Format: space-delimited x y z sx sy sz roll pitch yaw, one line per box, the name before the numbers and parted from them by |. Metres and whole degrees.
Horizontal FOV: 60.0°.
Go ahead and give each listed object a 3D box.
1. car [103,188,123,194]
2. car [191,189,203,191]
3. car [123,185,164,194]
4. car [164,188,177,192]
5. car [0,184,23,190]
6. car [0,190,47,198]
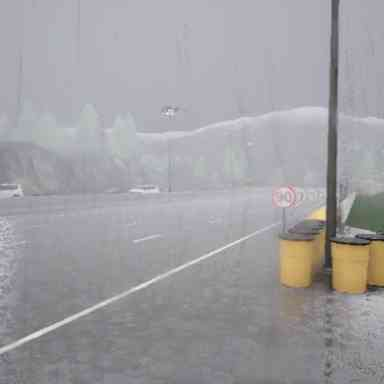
car | -11.923 0.144 52.018 1.837 1.490 4.892 1 1 27
car | 0.848 0.099 61.783 1.994 1.385 4.181 1 2 27
car | -6.763 0.039 46.740 2.150 2.045 5.566 1 1 27
car | -4.598 -0.106 66.497 1.812 1.442 4.674 1 2 27
car | -20.532 0.175 34.973 2.150 2.045 5.566 1 2 27
car | -14.902 0.716 30.612 1.895 1.301 4.718 1 2 27
